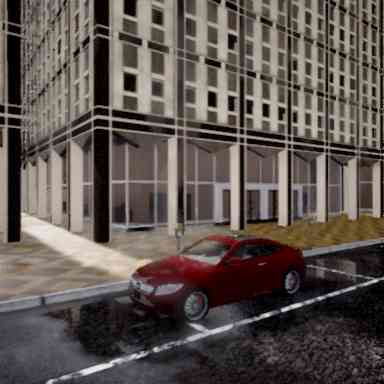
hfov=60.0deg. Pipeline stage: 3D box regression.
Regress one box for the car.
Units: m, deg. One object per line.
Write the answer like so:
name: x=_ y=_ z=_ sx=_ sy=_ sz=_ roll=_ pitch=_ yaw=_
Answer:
car: x=0.741 y=1.582 z=7.089 sx=4.206 sy=1.307 sz=1.802 roll=0 pitch=0 yaw=-36
